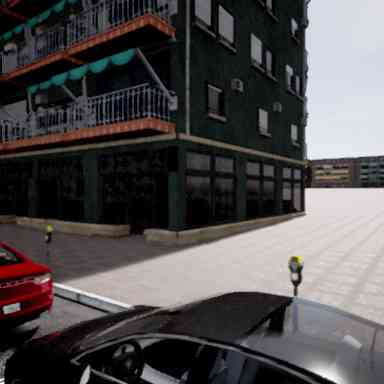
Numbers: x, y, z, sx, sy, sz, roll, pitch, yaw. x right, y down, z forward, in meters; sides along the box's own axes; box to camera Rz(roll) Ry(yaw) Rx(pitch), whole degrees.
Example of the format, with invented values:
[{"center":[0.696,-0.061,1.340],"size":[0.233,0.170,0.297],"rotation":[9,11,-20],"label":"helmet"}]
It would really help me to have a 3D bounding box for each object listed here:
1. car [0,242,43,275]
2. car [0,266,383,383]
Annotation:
[{"center":[-4.350,1.499,6.016],"size":[4.507,1.381,1.887],"rotation":[0,0,36],"label":"car"},{"center":[0.223,1.557,2.722],"size":[4.313,1.339,1.947],"rotation":[0,0,36],"label":"car"}]
